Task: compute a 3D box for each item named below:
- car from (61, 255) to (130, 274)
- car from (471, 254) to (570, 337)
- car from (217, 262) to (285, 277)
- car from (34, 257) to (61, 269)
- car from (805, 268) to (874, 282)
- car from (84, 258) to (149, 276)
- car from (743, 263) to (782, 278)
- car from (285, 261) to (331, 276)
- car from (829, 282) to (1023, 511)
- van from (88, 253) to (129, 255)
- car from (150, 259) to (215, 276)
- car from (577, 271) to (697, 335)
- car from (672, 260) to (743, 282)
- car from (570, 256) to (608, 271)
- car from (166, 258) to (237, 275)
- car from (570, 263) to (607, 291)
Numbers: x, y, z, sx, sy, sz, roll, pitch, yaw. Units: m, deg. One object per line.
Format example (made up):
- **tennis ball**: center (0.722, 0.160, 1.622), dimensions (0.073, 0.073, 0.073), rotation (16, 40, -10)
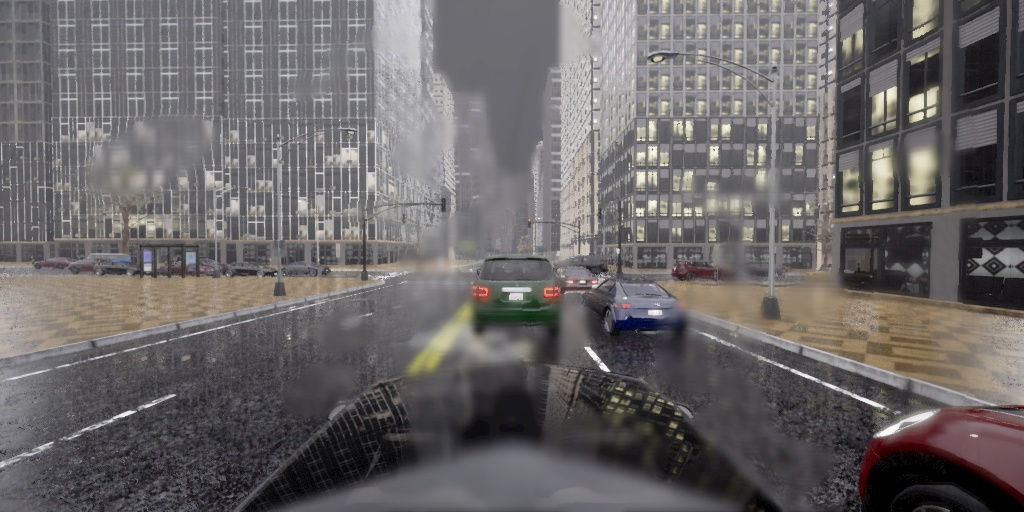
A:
- **car**: center (-39.442, 0.936, 34.224), dimensions (4.674, 1.442, 1.812), rotation (1, 1, 2)
- **car**: center (0.117, 0.967, 10.405), dimensions (2.150, 2.045, 5.566), rotation (0, 0, 0)
- **car**: center (-22.673, 1.172, 31.137), dimensions (4.313, 1.339, 1.948), rotation (0, 0, 1)
- **car**: center (-50.893, 0.791, 40.275), dimensions (4.207, 1.307, 1.802), rotation (0, 0, 1)
- **car**: center (27.698, 1.577, 30.313), dimensions (4.829, 1.417, 1.751), rotation (0, 0, 1)
- **car**: center (-34.037, 1.068, 31.466), dimensions (4.313, 1.339, 1.948), rotation (0, 0, 1)
- **car**: center (24.371, 1.436, 36.154), dimensions (4.892, 1.490, 1.837), rotation (1, 1, 1)
- **car**: center (-19.401, 1.156, 33.771), dimensions (4.181, 1.385, 1.994), rotation (1, 1, 1)
- **car**: center (3.344, 1.103, 0.454), dimensions (2.097, 1.767, 4.553), rotation (0, 0, 0)
- **van**: center (-45.211, 0.603, 40.149), dimensions (3.998, 1.789, 1.690), rotation (0, 0, 1)
- **car**: center (-28.357, 1.137, 31.282), dimensions (4.207, 1.307, 1.802), rotation (0, 0, 1)
- **car**: center (3.374, 1.309, 10.498), dimensions (1.994, 1.385, 4.181), rotation (0, 0, -1)
- **car**: center (16.251, 1.268, 30.533), dimensions (5.009, 1.841, 2.192), rotation (0, 0, 1)
- **car**: center (6.879, 0.999, 36.481), dimensions (5.566, 2.045, 2.150), rotation (1, 1, 1)
- **car**: center (-29.370, 0.993, 33.993), dimensions (4.902, 1.511, 2.128), rotation (1, 1, 1)
- **car**: center (3.388, 1.287, 19.740), dimensions (2.033, 1.411, 5.357), rotation (0, 0, 0)
